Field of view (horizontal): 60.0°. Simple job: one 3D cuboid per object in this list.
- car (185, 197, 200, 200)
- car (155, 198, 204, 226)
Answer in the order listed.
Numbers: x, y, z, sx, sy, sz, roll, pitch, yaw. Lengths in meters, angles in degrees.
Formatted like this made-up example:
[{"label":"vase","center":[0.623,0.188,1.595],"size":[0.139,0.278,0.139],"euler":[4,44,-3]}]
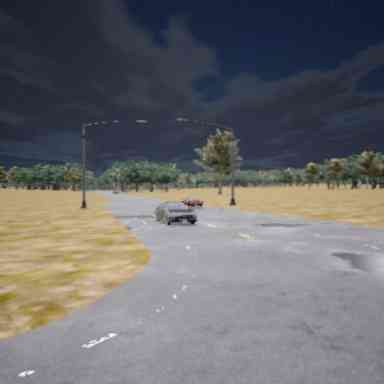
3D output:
[{"label":"car","center":[-0.179,1.258,41.706],"size":[1.895,1.301,4.718],"euler":[0,0,-18]},{"label":"car","center":[-1.205,1.341,22.159],"size":[2.033,1.411,5.357],"euler":[0,0,-17]}]
